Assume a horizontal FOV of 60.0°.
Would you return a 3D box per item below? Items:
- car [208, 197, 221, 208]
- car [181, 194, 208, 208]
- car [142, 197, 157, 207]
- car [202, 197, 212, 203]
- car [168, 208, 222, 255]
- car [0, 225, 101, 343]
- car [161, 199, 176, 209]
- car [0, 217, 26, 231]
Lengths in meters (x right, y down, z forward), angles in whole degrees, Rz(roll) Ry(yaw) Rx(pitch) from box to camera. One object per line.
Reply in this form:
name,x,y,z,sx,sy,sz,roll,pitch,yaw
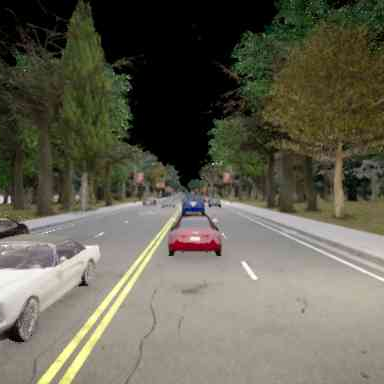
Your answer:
car,3.360,1.604,50.668,2.033,1.411,5.357,0,0,0
car,0.116,1.237,32.097,2.150,2.045,5.566,0,0,0
car,-6.563,1.552,51.672,2.128,1.511,4.902,0,0,0
car,3.170,1.699,72.749,1.994,1.385,4.181,0,0,0
car,0.106,1.561,13.327,1.994,1.385,4.181,0,0,0
car,-3.346,1.598,6.560,1.895,1.301,4.718,0,0,0
car,-3.318,1.648,47.143,1.895,1.301,4.718,0,0,0
car,-6.593,1.489,9.736,2.128,1.511,4.902,0,0,0
